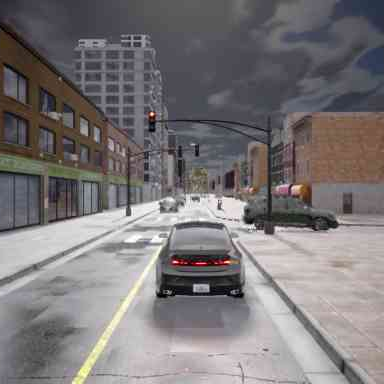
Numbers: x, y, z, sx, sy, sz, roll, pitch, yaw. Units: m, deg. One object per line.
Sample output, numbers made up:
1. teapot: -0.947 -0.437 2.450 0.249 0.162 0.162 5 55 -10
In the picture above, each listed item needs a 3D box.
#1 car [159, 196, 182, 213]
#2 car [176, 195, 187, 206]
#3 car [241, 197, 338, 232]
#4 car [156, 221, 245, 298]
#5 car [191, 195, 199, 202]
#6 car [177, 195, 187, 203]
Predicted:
1. car: -2.504 1.491 36.876 2.128 1.511 4.902 0 0 0
2. car: -2.338 1.343 53.258 2.097 1.767 4.553 0 0 1
3. car: 5.812 1.357 20.231 5.566 2.045 2.150 2 1 9
4. car: 0.174 1.505 8.485 1.837 1.490 4.892 0 0 0
5. car: 0.724 1.466 75.097 1.837 1.490 4.892 0 0 1
6. car: -2.086 1.369 69.602 1.882 1.535 5.008 0 0 1
